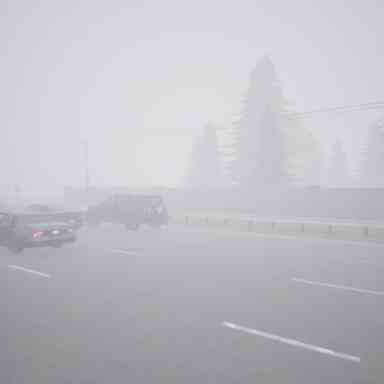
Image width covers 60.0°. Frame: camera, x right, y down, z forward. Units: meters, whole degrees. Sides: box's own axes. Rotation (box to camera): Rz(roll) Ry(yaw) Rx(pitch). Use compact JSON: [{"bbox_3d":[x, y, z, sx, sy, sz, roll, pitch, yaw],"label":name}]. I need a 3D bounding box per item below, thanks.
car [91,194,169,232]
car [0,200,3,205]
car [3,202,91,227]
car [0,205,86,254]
[{"bbox_3d":[-3.933,1.114,19.667,5.566,2.045,2.150,1,0,35],"label":"car"},{"bbox_3d":[-18.122,1.365,29.757,4.718,1.301,1.895,1,0,35],"label":"car"},{"bbox_3d":[-8.078,1.351,18.321,5.008,1.535,1.882,1,0,35],"label":"car"},{"bbox_3d":[-6.831,1.451,13.139,5.357,1.411,2.033,1,0,35],"label":"car"}]
